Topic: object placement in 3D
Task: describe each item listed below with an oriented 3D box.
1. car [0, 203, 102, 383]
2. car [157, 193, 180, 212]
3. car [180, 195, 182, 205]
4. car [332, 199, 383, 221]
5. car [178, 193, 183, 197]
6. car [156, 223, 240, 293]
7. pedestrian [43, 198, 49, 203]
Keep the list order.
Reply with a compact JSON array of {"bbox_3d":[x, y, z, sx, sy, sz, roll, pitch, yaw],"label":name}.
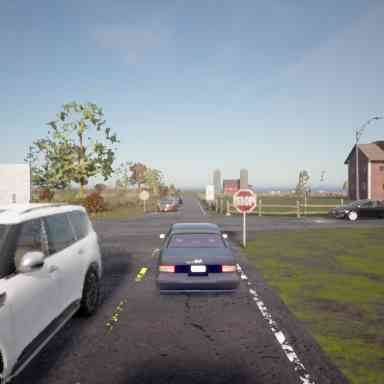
[{"bbox_3d":[-2.855,1.220,4.464,2.150,2.045,5.566,0,0,0],"label":"car"},{"bbox_3d":[-2.880,1.349,38.843,2.097,1.767,4.553,0,0,0],"label":"car"},{"bbox_3d":[-2.882,1.522,48.894,1.812,1.442,4.674,0,0,1],"label":"car"},{"bbox_3d":[12.941,1.285,24.592,4.892,1.490,1.837,-1,0,0],"label":"car"},{"bbox_3d":[-2.877,1.218,59.913,2.150,2.045,5.566,0,0,0],"label":"car"},{"bbox_3d":[0.067,1.546,9.001,2.033,1.411,5.357,0,0,-1],"label":"car"},{"bbox_3d":[-12.183,1.412,27.790,0.375,1.860,0.375,0,1,0],"label":"pedestrian"}]
